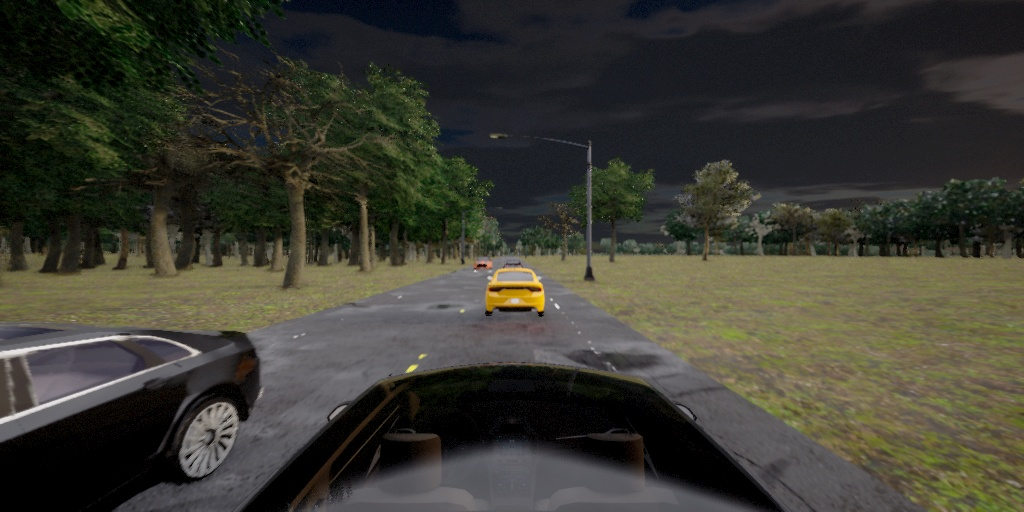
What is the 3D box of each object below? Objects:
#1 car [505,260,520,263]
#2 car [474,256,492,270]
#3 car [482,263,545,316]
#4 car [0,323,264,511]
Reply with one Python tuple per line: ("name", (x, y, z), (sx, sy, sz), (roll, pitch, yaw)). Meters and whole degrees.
("car", (0.084, 1.085, 33.828), (2.128, 1.511, 4.902), (0, 0, 0))
("car", (-3.596, 0.874, 45.193), (2.097, 1.767, 4.553), (0, 0, 0))
("car", (0.093, 1.179, 13.193), (1.882, 1.535, 5.008), (0, 0, 0))
("car", (-3.599, 1.241, 1.826), (2.128, 1.511, 4.902), (0, 0, 0))
